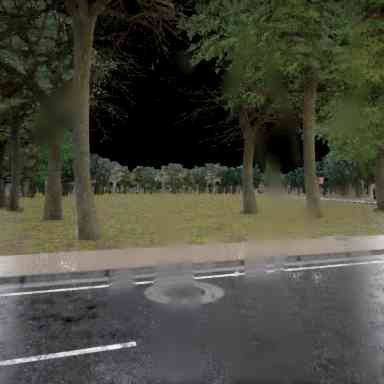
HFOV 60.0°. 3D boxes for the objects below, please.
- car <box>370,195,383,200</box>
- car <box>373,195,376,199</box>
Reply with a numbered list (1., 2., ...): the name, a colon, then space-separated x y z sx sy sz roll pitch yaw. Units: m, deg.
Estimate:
1. car: 44.754 1.295 79.771 1.895 1.301 4.718 0 0 4
2. car: 40.694 1.261 69.502 2.128 1.511 4.902 0 0 4
